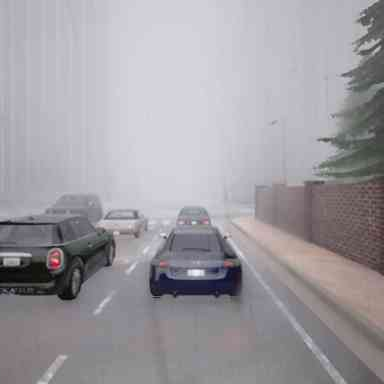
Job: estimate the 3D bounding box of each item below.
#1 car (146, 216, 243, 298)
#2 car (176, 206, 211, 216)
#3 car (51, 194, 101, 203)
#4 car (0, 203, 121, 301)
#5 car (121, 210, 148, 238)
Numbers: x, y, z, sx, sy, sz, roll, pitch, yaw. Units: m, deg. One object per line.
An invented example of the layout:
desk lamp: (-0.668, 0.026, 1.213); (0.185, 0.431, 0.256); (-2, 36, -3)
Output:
car: (0.087, 1.540, 8.500); (1.994, 1.385, 4.181); (0, 0, 0)
car: (0.090, 1.496, 18.176); (2.033, 1.411, 5.357); (0, 0, 0)
car: (-7.011, 1.153, 20.212); (2.150, 2.045, 5.566); (0, 0, 0)
car: (-3.408, 1.329, 8.435); (2.097, 1.767, 4.553); (0, 0, 0)
car: (-3.409, 1.552, 17.213); (1.895, 1.301, 4.718); (0, 0, 0)
